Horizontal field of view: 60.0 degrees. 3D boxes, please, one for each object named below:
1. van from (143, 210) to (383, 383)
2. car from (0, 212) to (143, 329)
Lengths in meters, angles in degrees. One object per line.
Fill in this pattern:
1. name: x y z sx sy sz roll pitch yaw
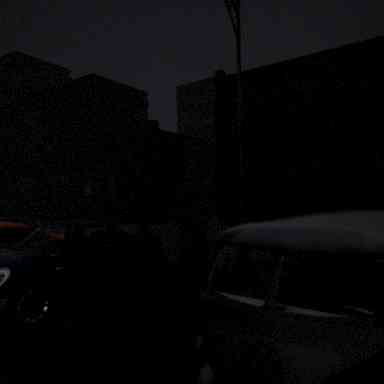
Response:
1. van: 1.675 1.263 4.017 1.878 1.987 4.442 -1 0 35
2. car: -2.665 1.401 7.292 2.185 1.767 4.553 0 0 35
